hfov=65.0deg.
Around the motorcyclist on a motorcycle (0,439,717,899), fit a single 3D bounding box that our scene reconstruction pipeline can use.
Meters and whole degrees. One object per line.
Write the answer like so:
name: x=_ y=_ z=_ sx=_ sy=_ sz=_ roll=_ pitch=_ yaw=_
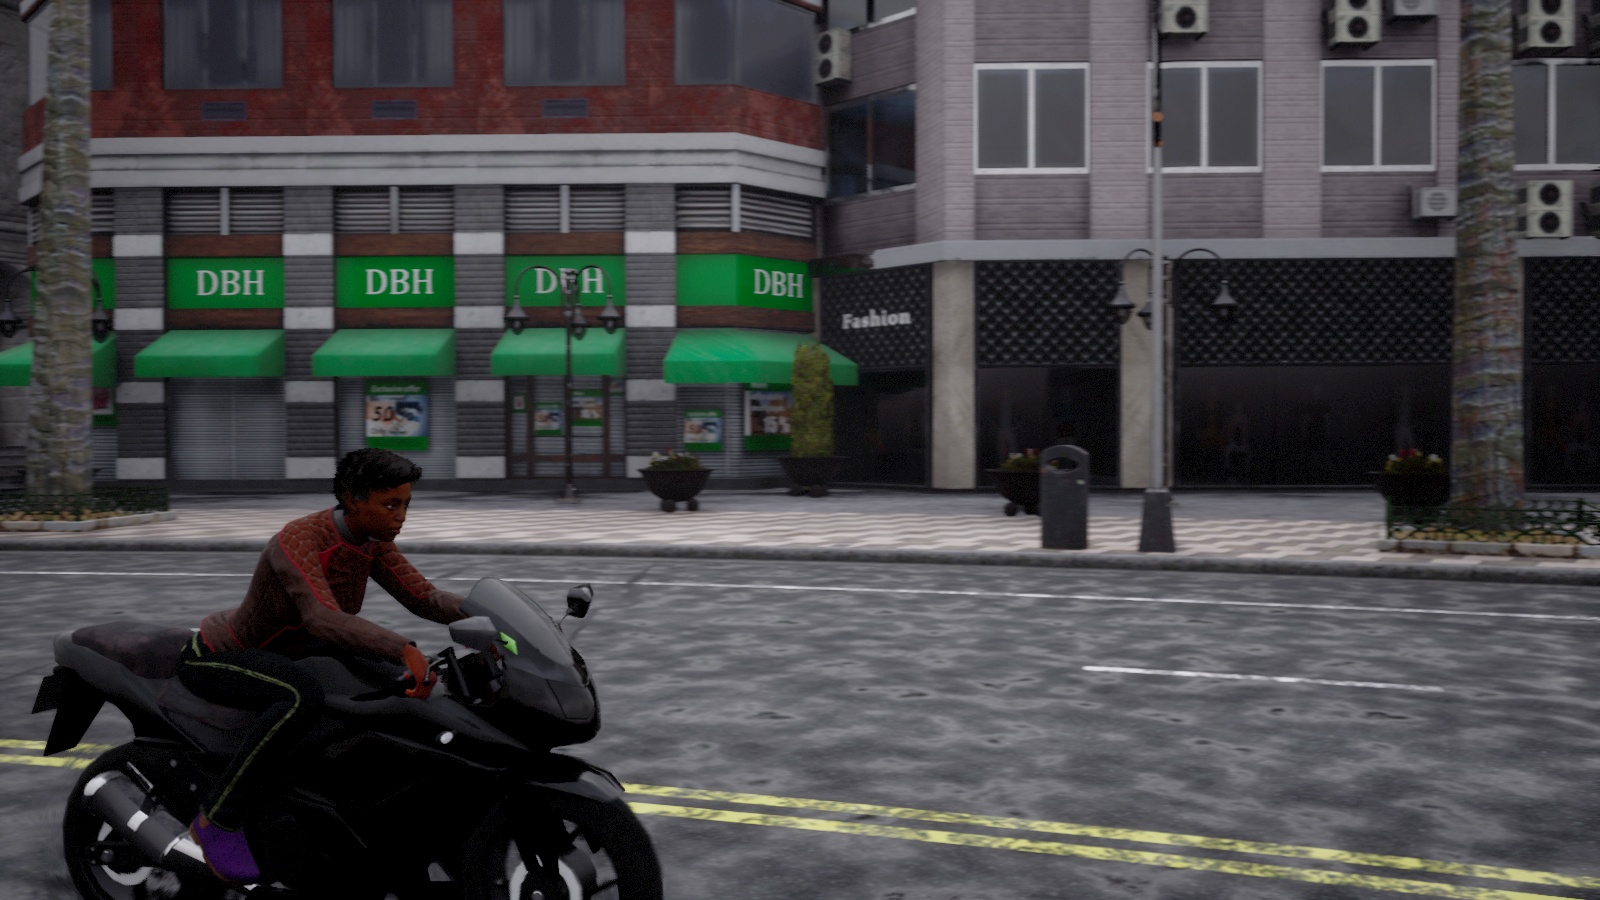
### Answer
motorcyclist on a motorcycle: x=-1.340 y=0.742 z=3.659 sx=2.044 sy=1.523 sz=0.797 roll=0 pitch=1 yaw=16
